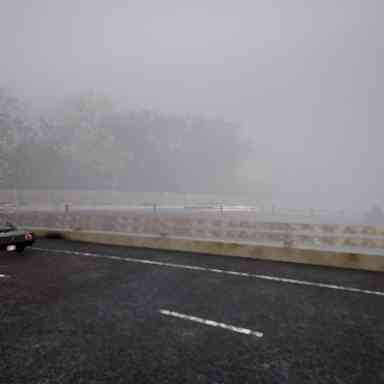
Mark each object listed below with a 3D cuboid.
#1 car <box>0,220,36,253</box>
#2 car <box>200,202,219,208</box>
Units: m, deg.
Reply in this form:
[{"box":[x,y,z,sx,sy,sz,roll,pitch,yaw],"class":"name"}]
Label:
[{"box":[-8.471,1.757,13.083,4.718,1.301,1.895,-1,0,28],"class":"car"},{"box":[2.555,2.277,52.623,4.892,1.490,1.837,3,-2,-32],"class":"car"}]
